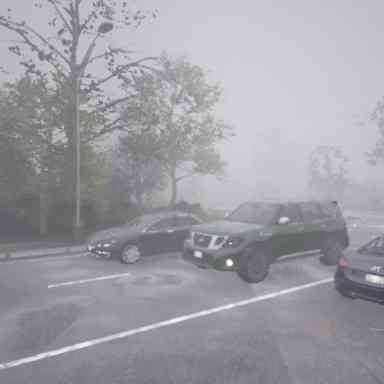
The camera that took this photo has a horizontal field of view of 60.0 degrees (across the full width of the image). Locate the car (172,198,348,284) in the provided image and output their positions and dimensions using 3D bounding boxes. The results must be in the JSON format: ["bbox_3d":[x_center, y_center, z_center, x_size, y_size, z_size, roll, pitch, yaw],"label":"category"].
[{"bbox_3d":[2.422,1.211,9.940,5.566,2.045,2.150,0,0,-35],"label":"car"}]

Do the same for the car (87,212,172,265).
[{"bbox_3d":[-1.161,1.496,11.704,4.892,1.490,1.837,0,0,-35],"label":"car"}]

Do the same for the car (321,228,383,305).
[{"bbox_3d":[4.980,1.553,7.213,4.181,1.385,1.994,0,0,-35],"label":"car"}]
